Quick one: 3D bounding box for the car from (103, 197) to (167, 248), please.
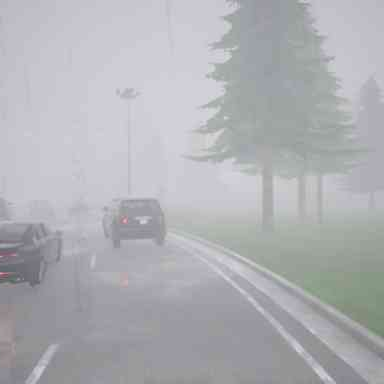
[{"bbox_3d":[-2.773,1.243,15.321,2.150,2.045,5.566,-1,0,-20],"label":"car"}]

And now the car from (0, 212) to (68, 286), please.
[{"bbox_3d":[-4.902,1.559,9.369,1.837,1.490,4.892,0,0,-13],"label":"car"}]

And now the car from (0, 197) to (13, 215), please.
[{"bbox_3d":[-15.519,1.397,26.271,2.150,2.045,5.566,-1,0,-26],"label":"car"}]

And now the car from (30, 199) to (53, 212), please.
[{"bbox_3d":[-16.190,1.525,35.680,2.097,1.767,4.553,-1,0,-26],"label":"car"}]

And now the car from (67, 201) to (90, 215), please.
[{"bbox_3d":[-12.253,1.648,35.605,1.812,1.442,4.674,-1,0,-26],"label":"car"}]
